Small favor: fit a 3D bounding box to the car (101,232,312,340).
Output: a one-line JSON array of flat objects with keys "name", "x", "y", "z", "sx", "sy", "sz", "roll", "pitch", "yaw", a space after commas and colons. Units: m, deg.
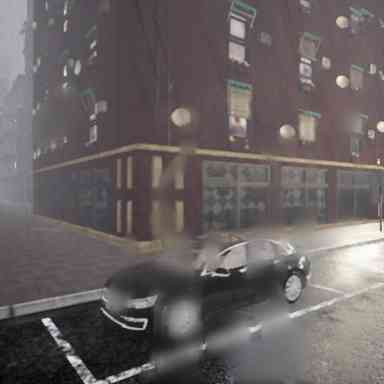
[{"name": "car", "x": 0.494, "y": 1.510, "z": 6.402, "sx": 4.403, "sy": 1.369, "sz": 2.008, "roll": -1, "pitch": 1, "yaw": -36}]
